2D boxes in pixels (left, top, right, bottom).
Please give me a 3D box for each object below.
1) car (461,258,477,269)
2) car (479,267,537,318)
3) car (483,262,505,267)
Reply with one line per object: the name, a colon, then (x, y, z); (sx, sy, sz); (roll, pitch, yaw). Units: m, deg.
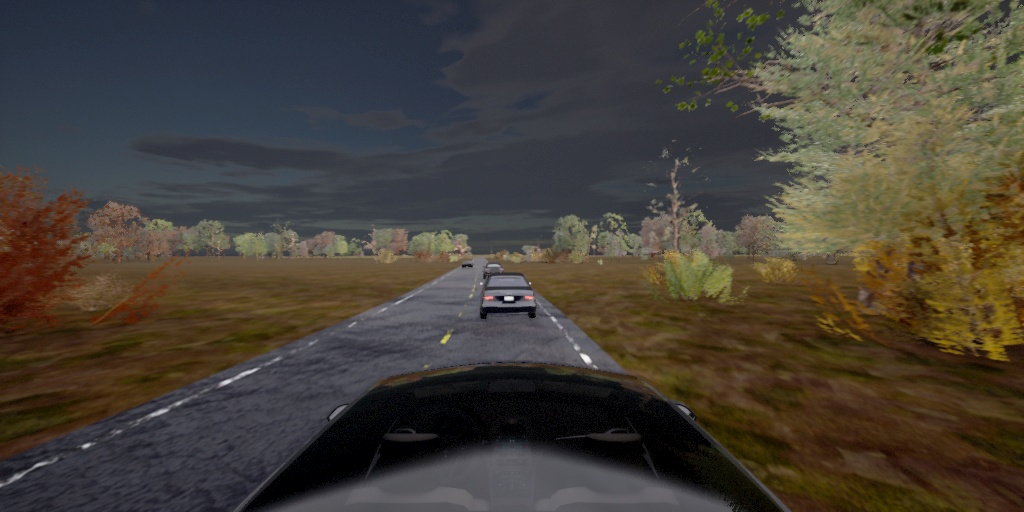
car: (-6.762, 1.356, 55.009); (1.895, 1.301, 4.718); (0, 0, -4)
car: (-0.208, 1.296, 13.030); (2.033, 1.411, 5.357); (0, 0, -3)
car: (-1.612, 1.274, 32.136); (1.812, 1.442, 4.674); (0, 0, -5)
